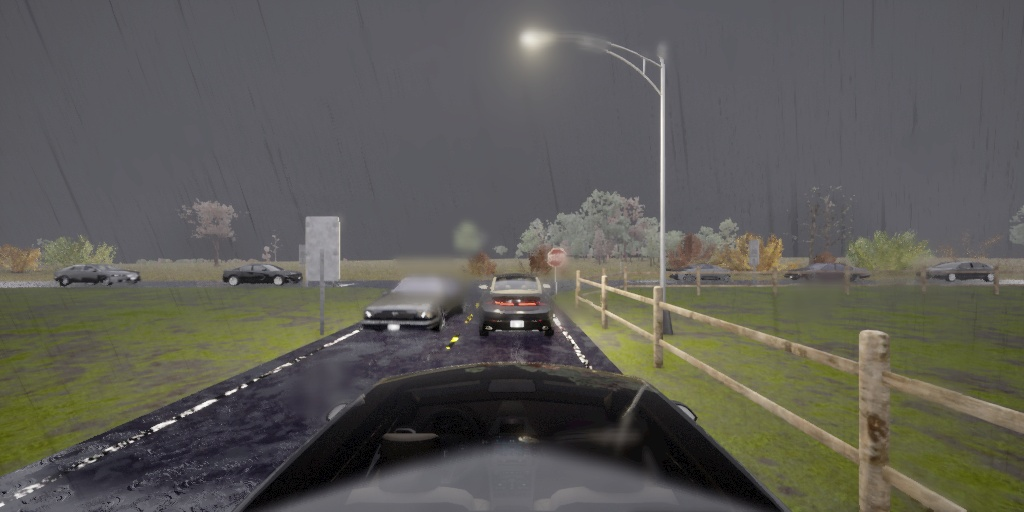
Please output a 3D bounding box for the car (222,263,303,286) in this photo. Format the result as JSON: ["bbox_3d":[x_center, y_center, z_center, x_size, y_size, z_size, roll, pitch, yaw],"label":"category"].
[{"bbox_3d":[-17.366,1.271,25.117,5.008,1.535,1.882,0,0,1],"label":"car"}]

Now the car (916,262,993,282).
[{"bbox_3d":[34.213,1.180,27.581,4.892,1.490,1.837,0,0,1],"label":"car"}]

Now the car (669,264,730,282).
[{"bbox_3d":[14.491,1.273,27.776,4.181,1.385,1.994,0,0,0],"label":"car"}]

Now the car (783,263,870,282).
[{"bbox_3d":[24.232,1.236,27.681,5.357,1.411,2.033,0,0,1],"label":"car"}]

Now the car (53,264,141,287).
[{"bbox_3d":[-29.059,1.317,25.233,4.902,1.511,2.128,0,0,1],"label":"car"}]

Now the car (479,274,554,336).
[{"bbox_3d":[0.113,1.255,10.359,1.837,1.490,4.892,0,0,0],"label":"car"}]

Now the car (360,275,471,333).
[{"bbox_3d":[-2.582,1.297,11.116,2.033,1.411,5.357,0,0,5],"label":"car"}]
